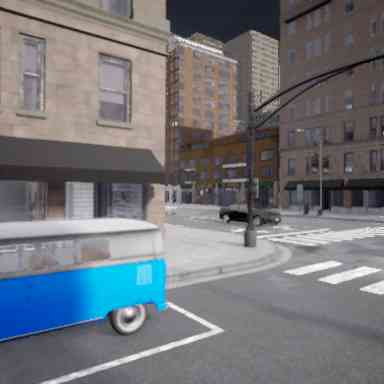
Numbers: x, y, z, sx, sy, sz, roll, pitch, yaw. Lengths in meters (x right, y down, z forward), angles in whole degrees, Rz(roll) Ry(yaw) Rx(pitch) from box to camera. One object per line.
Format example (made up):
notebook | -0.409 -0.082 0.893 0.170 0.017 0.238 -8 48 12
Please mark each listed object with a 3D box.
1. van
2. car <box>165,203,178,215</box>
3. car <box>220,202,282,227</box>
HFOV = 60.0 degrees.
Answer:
van | -2.314 1.344 5.110 3.998 1.788 1.690 0 0 -35
car | -3.394 1.655 34.004 1.895 1.301 4.718 0 0 -36
car | 4.087 1.532 23.742 1.882 1.535 5.008 0 0 -36
